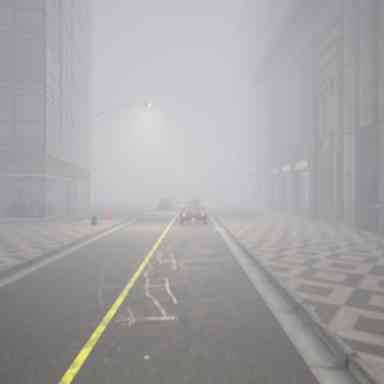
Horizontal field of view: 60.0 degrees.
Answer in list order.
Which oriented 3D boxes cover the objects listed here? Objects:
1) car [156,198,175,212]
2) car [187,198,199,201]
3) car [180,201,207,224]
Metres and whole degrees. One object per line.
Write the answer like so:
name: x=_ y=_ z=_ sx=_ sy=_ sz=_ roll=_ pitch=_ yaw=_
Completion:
car: x=-3.082 y=1.502 z=39.426 sx=1.837 sy=1.490 sz=4.892 roll=0 pitch=0 yaw=0
car: x=0.109 y=1.488 z=41.633 sx=2.128 sy=1.511 sz=4.902 roll=0 pitch=0 yaw=0
car: x=0.105 y=1.599 z=24.863 sx=1.895 sy=1.301 sz=4.718 roll=0 pitch=0 yaw=0
